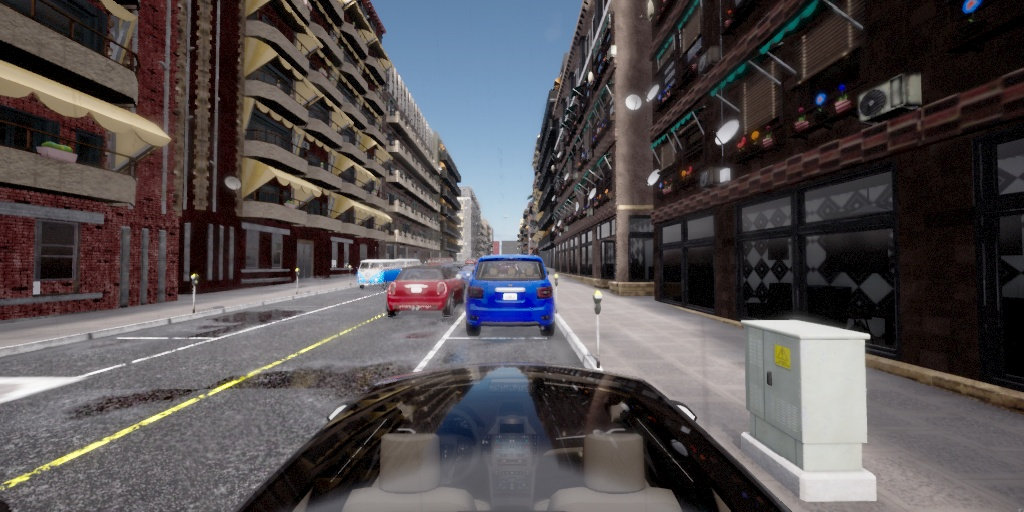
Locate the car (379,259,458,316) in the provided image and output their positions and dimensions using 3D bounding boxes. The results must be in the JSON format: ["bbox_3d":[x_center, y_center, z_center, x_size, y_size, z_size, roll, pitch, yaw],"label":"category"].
[{"bbox_3d":[-3.020,1.108,13.451,2.097,1.767,4.553,0,0,0],"label":"car"}]

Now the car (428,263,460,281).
[{"bbox_3d":[-5.865,1.347,31.541,1.994,1.385,4.181,0,0,0],"label":"car"}]

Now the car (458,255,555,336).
[{"bbox_3d":[-0.039,0.983,10.533,2.150,2.045,5.566,0,0,0],"label":"car"}]

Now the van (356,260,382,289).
[{"bbox_3d":[-8.335,1.108,22.603,1.690,1.789,3.998,0,0,0],"label":"van"}]

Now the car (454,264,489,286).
[{"bbox_3d":[-2.940,1.322,27.008,2.033,1.411,5.357,0,0,0],"label":"car"}]
